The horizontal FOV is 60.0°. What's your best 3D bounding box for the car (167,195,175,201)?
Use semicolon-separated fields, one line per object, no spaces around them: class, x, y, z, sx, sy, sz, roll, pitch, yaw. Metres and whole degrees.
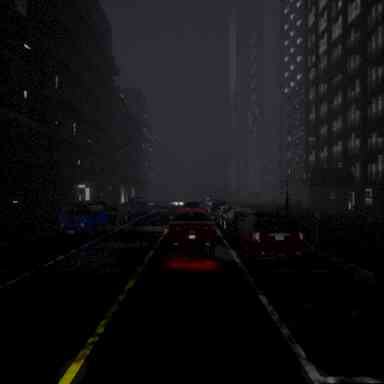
car;-5.688;1.616;89.318;1.752;1.417;4.829;0;0;0

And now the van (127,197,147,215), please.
van;-5.687;1.354;34.260;1.690;1.788;3.998;0;0;0

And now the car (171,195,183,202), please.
car;-2.999;1.574;75.976;2.128;1.511;4.902;0;0;0

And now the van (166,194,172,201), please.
van;-5.688;1.422;83.965;1.690;1.788;3.998;0;0;0

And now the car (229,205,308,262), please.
car;2.694;1.442;12.168;1.967;1.590;4.097;0;0;0

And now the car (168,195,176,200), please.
car;-5.689;1.669;95.011;1.947;1.339;4.313;0;0;0

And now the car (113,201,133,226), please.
car;-5.688;1.552;23.215;1.887;1.381;4.507;0;0;0

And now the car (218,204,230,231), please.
car;2.693;1.555;17.691;2.008;1.369;4.403;0;0;0

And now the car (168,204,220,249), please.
car;0.000;1.489;14.650;1.882;1.535;5.008;0;0;0

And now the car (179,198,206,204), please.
car;0.000;1.528;29.650;1.837;1.490;4.892;0;0;0

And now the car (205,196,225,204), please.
car;2.694;1.453;34.259;1.967;1.590;4.097;0;0;0

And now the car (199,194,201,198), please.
car;2.693;1.613;72.919;2.008;1.369;4.403;0;0;0

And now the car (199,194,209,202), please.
car;2.693;1.386;78.443;2.192;1.841;5.009;0;0;0

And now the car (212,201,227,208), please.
car;2.693;1.558;23.215;2.008;1.369;4.403;0;0;0

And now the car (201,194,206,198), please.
car;3.107;1.264;55.028;2.150;2.045;5.566;0;0;0

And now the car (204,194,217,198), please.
car;3.140;1.504;47.997;1.882;1.535;5.008;0;0;0

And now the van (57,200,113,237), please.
van;-5.687;1.346;17.692;1.690;1.788;3.998;0;0;0
